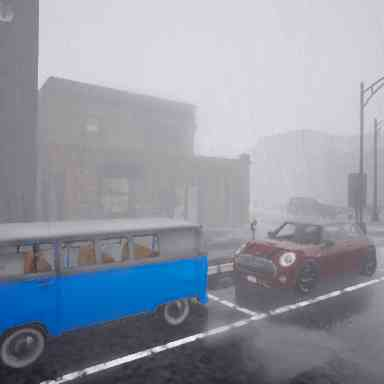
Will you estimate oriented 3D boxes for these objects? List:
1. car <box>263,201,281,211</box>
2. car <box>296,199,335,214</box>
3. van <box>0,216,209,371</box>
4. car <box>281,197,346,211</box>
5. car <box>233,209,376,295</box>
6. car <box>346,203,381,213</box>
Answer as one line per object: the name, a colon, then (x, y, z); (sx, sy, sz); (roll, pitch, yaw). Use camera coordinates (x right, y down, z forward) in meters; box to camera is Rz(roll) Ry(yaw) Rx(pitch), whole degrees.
car: (11.916, 1.881, 45.759); (1.752, 1.417, 4.829); (0, -1, -35)
car: (15.178, 1.741, 41.063); (1.967, 1.590, 4.097); (0, -1, -35)
van: (-1.610, 1.341, 5.392); (3.998, 1.788, 1.690); (0, 1, -35)
car: (11.458, 1.431, 31.728); (2.192, 1.841, 5.009); (0, -1, -35)
car: (2.984, 1.442, 8.671); (4.097, 1.590, 1.967); (0, 1, -35)
car: (18.341, 1.814, 36.504); (1.947, 1.339, 4.313); (0, -1, -35)
